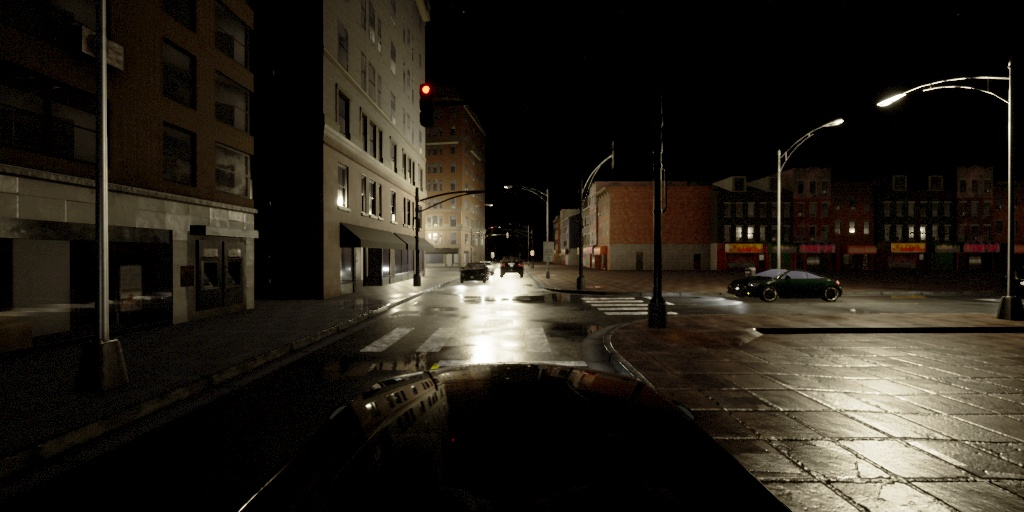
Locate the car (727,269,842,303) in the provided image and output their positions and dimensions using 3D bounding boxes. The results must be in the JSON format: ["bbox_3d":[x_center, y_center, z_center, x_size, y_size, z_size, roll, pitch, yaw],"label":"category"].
[{"bbox_3d":[12.039,1.261,15.999,4.181,1.385,1.994,0,0,0],"label":"car"}]

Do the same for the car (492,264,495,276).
[{"bbox_3d":[-2.859,1.281,38.061,1.812,1.442,4.674,0,0,0],"label":"car"}]

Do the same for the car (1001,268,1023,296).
[{"bbox_3d":[25.765,0.868,16.075,5.566,2.045,2.150,0,0,0],"label":"car"}]

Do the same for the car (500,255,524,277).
[{"bbox_3d":[0.010,0.974,35.040,2.150,2.045,5.566,0,0,1],"label":"car"}]

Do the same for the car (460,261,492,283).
[{"bbox_3d":[-2.843,1.230,27.912,1.882,1.535,5.008,0,0,0],"label":"car"}]
